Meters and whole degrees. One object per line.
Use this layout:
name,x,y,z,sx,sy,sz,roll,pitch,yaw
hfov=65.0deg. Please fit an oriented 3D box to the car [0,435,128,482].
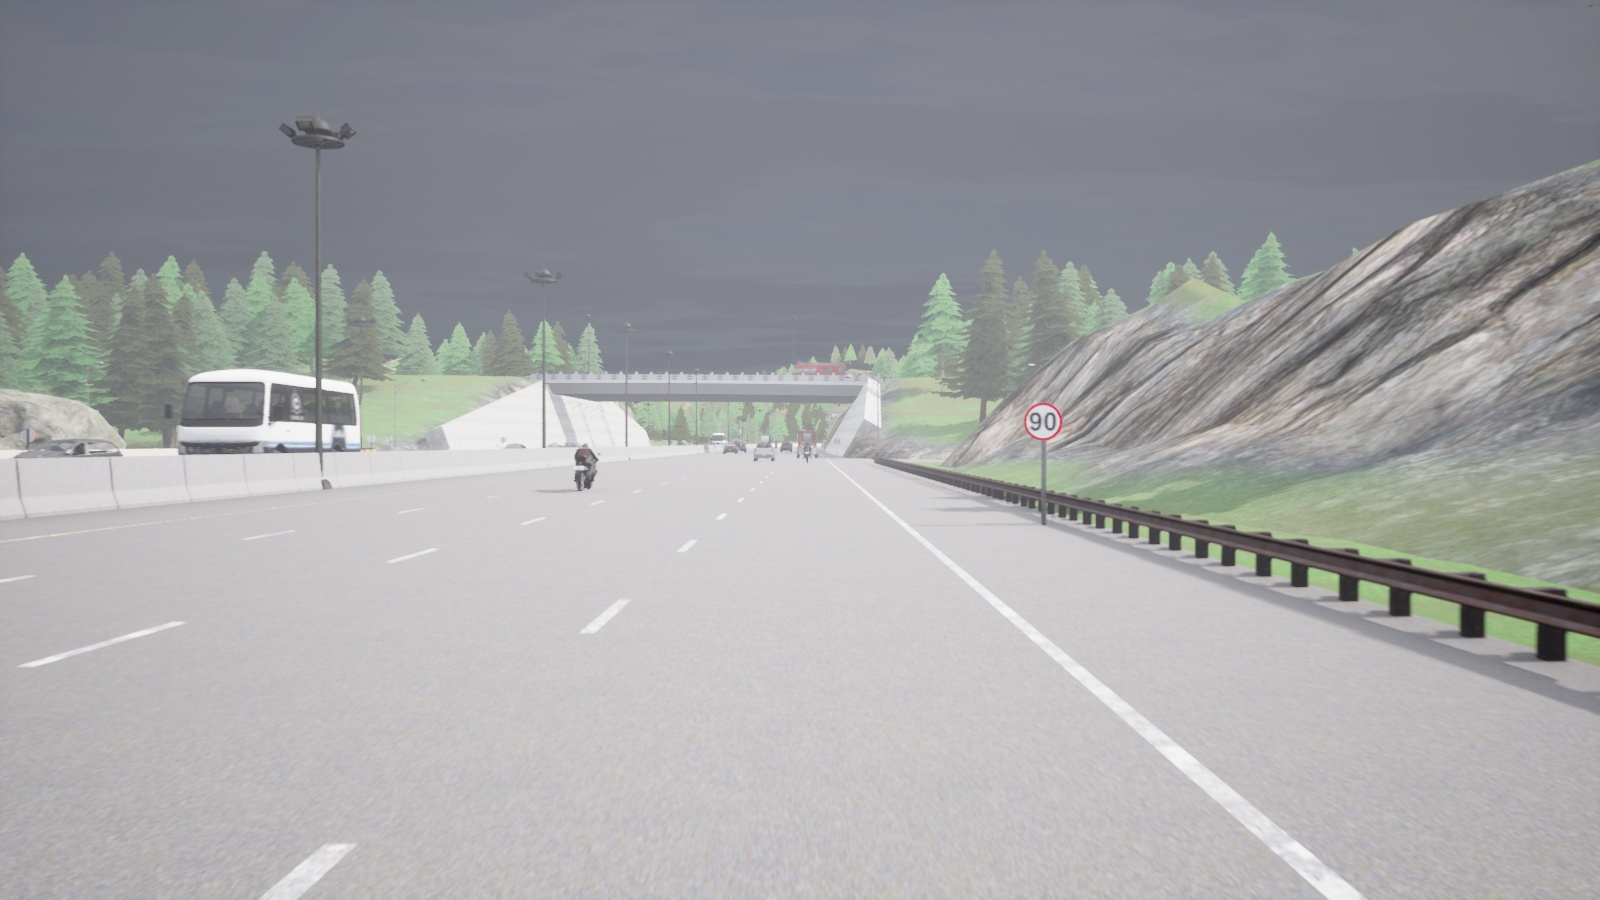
car,-27.755,0.304,47.050,2.242,1.667,4.611,-1,0,9

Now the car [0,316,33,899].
car,-3.472,0.527,2.174,1.905,1.878,3.866,0,0,0

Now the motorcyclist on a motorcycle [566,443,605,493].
motorcyclist on a motorcycle,-6.759,0.552,39.644,0.866,1.530,2.191,0,0,0

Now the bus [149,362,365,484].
bus,-20.705,-0.922,48.921,3.944,4.253,10.273,0,0,0
